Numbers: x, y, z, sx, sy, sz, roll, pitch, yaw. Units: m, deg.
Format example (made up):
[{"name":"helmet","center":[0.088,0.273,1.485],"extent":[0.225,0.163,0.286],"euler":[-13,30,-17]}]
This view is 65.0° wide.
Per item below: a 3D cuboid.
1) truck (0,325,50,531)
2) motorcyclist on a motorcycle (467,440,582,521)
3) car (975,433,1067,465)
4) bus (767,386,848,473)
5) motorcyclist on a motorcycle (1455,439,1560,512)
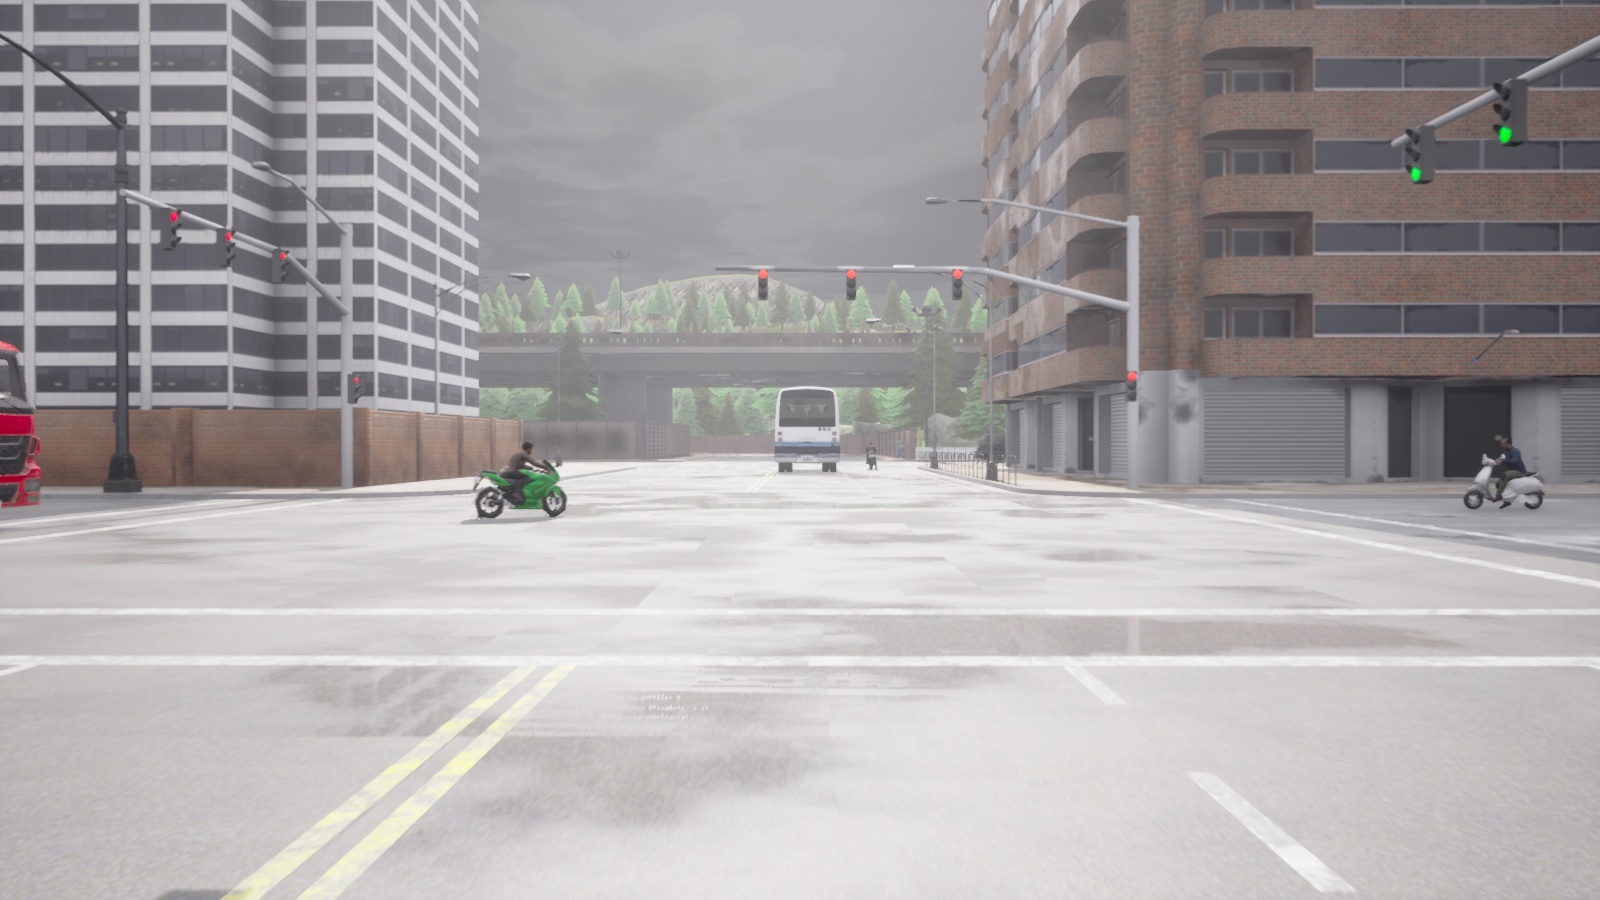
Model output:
[{"name":"truck","center":[-17.389,-0.373,21.047],"extent":[7.936,3.462,2.891],"euler":[0,0,1]},{"name":"motorcyclist on a motorcycle","center":[-5.366,0.580,24.550],"extent":[2.044,1.523,0.797],"euler":[0,-1,-39]},{"name":"car","center":[14.210,-0.055,80.942],"extent":[5.566,2.045,2.150],"euler":[0,0,-1]},{"name":"bus","center":[0.388,-1.019,66.346],"extent":[3.944,4.253,10.273],"euler":[0,0,0]},{"name":"motorcyclist on a motorcycle","center":[15.591,0.550,27.691],"extent":[1.817,1.590,0.866],"euler":[0,0,1]}]
